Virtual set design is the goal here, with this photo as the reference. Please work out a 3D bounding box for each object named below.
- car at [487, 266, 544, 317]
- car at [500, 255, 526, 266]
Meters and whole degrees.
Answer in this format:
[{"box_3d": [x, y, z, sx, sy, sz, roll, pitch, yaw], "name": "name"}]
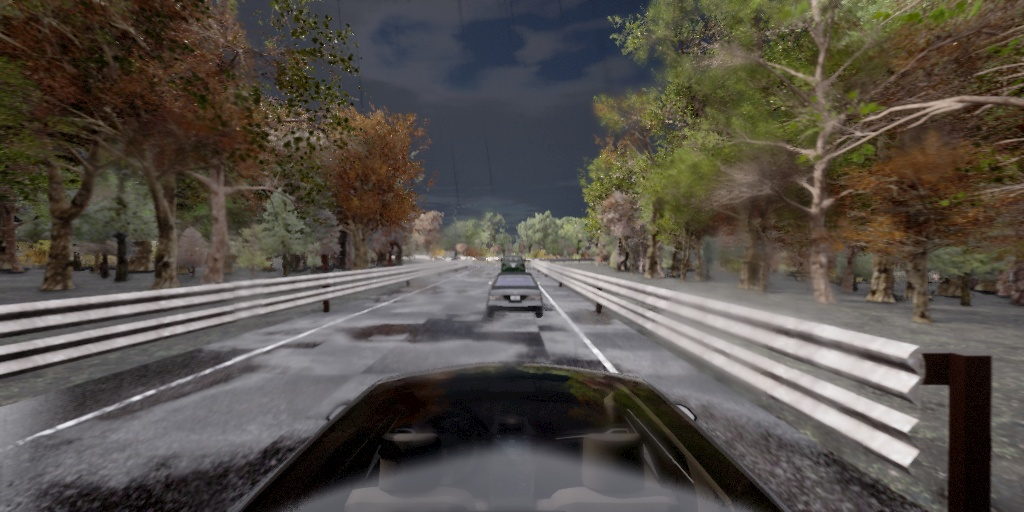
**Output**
[{"box_3d": [0.099, 1.275, 13.071, 2.033, 1.411, 5.357, 0, 0, 0], "name": "car"}, {"box_3d": [0.102, 0.905, 32.992, 2.150, 2.045, 5.566, 0, 0, 0], "name": "car"}]
